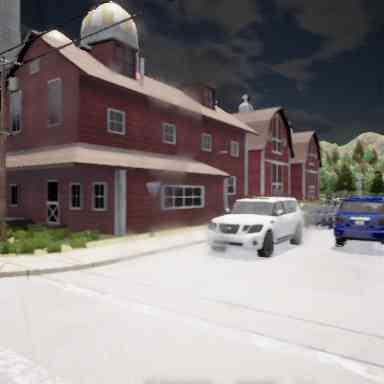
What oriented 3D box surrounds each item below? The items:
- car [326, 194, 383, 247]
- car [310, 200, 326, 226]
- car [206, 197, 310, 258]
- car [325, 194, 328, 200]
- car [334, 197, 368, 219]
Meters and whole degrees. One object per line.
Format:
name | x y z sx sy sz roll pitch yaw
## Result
car | 7.793 1.236 14.405 2.150 2.045 5.566 0 0 37
car | 8.704 1.535 21.936 1.837 1.490 4.892 0 0 35
car | 2.746 1.227 13.341 2.150 2.045 5.566 0 0 35
car | 19.302 1.232 44.426 1.905 1.878 3.866 6 1 -8
car | 14.576 1.407 30.395 2.097 1.767 4.553 0 0 35
